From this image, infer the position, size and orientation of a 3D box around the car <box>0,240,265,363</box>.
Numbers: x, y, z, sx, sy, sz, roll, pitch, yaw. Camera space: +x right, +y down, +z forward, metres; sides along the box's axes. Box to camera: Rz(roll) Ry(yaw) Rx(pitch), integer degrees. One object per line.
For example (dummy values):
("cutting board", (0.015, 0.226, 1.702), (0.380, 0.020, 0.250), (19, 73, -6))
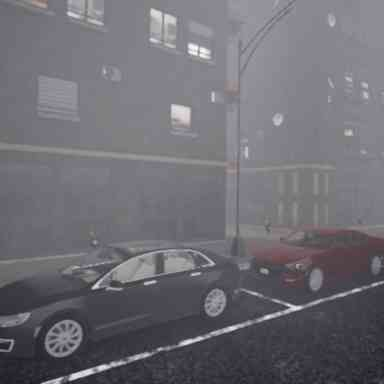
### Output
("car", (-1.062, 1.576, 5.800), (4.403, 1.369, 2.008), (1, 0, -35))

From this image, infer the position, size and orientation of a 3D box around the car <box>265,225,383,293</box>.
("car", (3.528, 1.627, 9.071), (4.507, 1.381, 1.887), (1, 0, -35))
